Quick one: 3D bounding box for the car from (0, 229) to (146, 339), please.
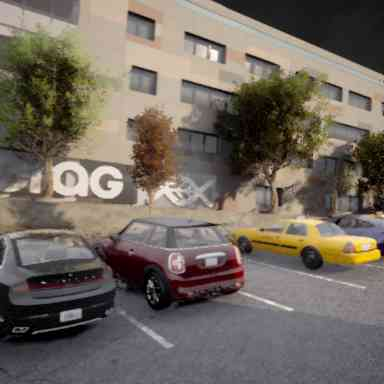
[{"bbox_3d":[-3.129,1.496,6.728,2.231,1.521,4.892,1,0,-36],"label":"car"}]

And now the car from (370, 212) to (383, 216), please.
[{"bbox_3d":[5.944,1.658,13.248,2.163,1.488,4.792,1,0,-35],"label":"car"}]

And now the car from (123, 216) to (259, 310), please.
[{"bbox_3d":[-0.841,1.403,8.330,2.185,1.767,4.553,1,0,-35],"label":"car"}]

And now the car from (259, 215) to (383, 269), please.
[{"bbox_3d":[3.580,1.592,11.753,1.946,1.575,5.366,1,0,-36],"label":"car"}]
